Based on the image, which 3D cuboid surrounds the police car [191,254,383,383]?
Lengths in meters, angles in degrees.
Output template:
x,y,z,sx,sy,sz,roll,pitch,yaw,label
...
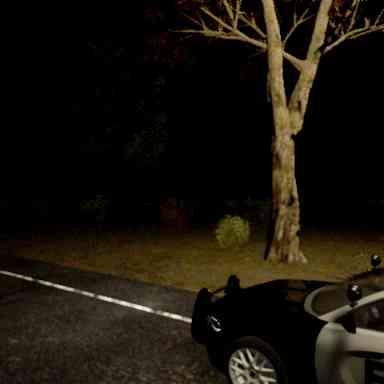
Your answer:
x,y,z,sx,sy,sz,roll,pitch,yaw,label
2.386,1.440,3.407,5.238,1.638,1.930,0,0,34,police car
